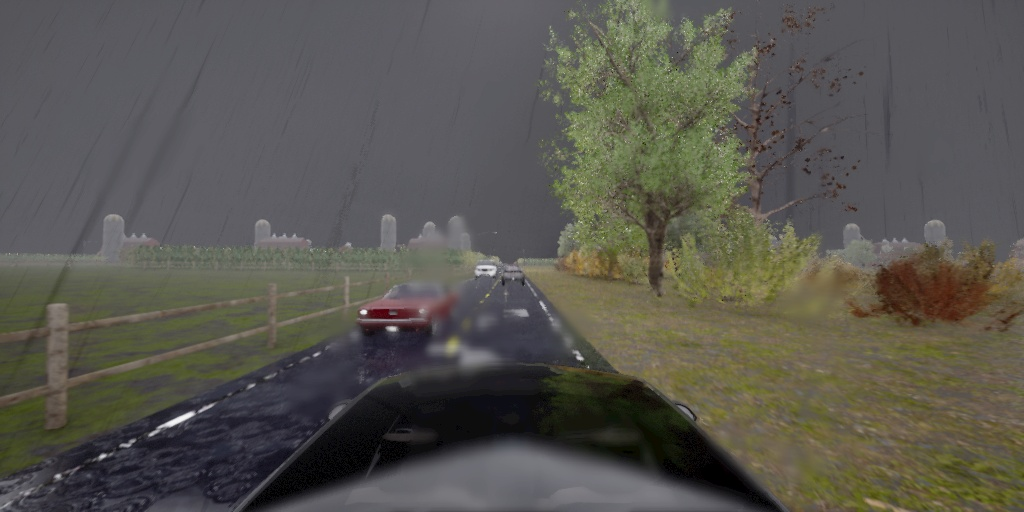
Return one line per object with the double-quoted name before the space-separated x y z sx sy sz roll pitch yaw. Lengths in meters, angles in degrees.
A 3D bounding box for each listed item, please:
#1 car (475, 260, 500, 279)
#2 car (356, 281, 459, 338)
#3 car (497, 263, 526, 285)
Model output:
"car" -2.859 1.458 40.259 2.150 2.045 5.566 0 -1 0
"car" -2.848 1.465 10.802 1.895 1.301 4.718 0 -1 0
"car" 0.096 1.596 29.902 2.128 1.511 4.902 0 -1 0
